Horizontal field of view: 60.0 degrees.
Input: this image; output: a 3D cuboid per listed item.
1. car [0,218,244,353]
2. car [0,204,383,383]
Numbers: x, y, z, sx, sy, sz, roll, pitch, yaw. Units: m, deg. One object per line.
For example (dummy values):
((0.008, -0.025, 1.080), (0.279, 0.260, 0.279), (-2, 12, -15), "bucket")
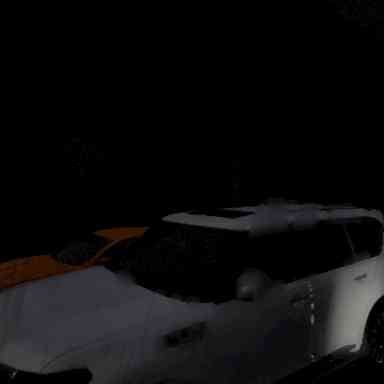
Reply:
((-1.430, 1.470, 6.657), (5.008, 1.535, 1.882), (0, 0, -35), "car")
((0.491, 1.214, 4.034), (5.566, 2.045, 2.150), (0, 0, -36), "car")
